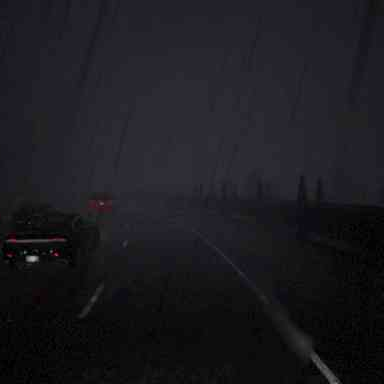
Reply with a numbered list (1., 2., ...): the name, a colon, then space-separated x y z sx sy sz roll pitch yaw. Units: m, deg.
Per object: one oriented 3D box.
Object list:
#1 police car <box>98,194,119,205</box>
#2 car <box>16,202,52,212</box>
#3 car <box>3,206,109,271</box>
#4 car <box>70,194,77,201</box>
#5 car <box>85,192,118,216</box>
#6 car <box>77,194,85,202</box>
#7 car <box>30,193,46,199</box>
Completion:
1. police car: -13.464 1.101 53.351 1.930 1.638 5.238 0 0 -30
2. car: -9.293 1.392 20.120 1.837 1.490 4.892 0 0 -12
3. car: -4.227 1.430 10.692 2.128 1.511 4.902 0 0 -6
4. car: -23.354 1.108 67.730 1.837 1.490 4.892 0 0 -39
5. car: -8.134 1.043 29.673 2.150 2.045 5.566 0 0 -17
6. car: -19.352 1.106 62.492 1.882 1.535 5.008 0 0 -36
7. car: -37.464 0.994 80.895 4.718 1.301 1.895 0 1 40
